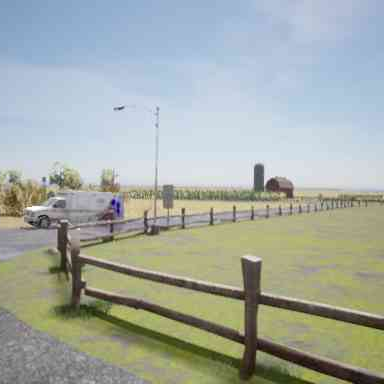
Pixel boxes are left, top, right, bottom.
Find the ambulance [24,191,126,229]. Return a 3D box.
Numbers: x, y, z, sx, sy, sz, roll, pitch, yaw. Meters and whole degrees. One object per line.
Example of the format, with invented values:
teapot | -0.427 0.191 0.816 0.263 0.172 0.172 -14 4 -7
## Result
ambulance | -7.769 1.188 22.588 6.366 2.431 2.351 4 -2 -42
